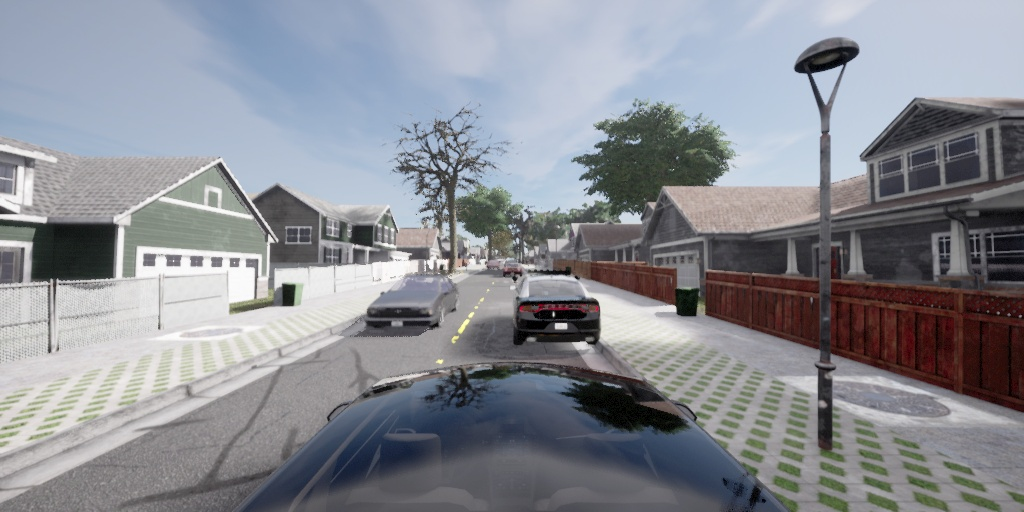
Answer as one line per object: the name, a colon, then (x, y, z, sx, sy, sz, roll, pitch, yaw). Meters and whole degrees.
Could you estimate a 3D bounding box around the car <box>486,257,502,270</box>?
car: (-2.827, 1.335, 53.936, 1.812, 1.442, 4.674, 0, 0, 0)

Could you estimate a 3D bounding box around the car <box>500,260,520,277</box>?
car: (0.070, 1.350, 35.823, 1.895, 1.301, 4.718, 0, 0, 0)

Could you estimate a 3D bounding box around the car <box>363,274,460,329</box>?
car: (-2.848, 1.296, 11.551, 2.033, 1.411, 5.357, 0, 0, 0)

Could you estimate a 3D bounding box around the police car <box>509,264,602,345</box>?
police car: (0.965, 1.174, 9.624, 1.930, 1.638, 5.238, 0, 0, 0)

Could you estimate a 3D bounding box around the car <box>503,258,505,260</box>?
car: (0.039, 1.293, 49.453, 1.837, 1.490, 4.892, 0, 0, 1)
